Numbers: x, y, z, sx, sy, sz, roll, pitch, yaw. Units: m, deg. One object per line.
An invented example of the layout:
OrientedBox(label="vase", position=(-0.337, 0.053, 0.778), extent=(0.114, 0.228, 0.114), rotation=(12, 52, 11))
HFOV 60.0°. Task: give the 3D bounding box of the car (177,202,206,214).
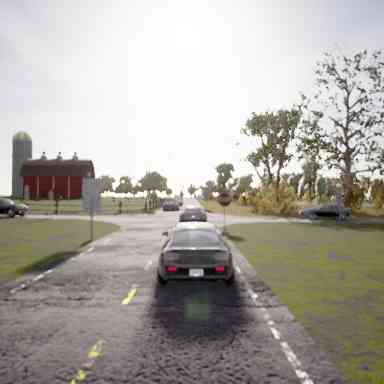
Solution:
OrientedBox(label="car", position=(0.086, 1.732, 25.391), extent=(1.994, 1.385, 4.181), rotation=(0, 0, 0))

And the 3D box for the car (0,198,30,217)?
OrientedBox(label="car", position=(-17.061, 1.301, 29.844), extent=(4.553, 1.767, 2.097), rotation=(1, -1, 0))

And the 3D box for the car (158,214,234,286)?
OrientedBox(label="car", position=(0.094, 1.587, 9.514), extent=(1.812, 1.442, 4.674), rotation=(0, 0, 0))

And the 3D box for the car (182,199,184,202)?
OrientedBox(label="car", position=(-2.817, 1.954, 63.670), extent=(1.837, 1.490, 4.892), rotation=(0, -1, 0))

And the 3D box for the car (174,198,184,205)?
OrientedBox(label="car", position=(-2.801, 2.078, 75.094), extent=(2.033, 1.411, 5.357), rotation=(0, 0, 0))

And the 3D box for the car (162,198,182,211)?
OrientedBox(label="car", position=(-2.874, 1.664, 45.769), extent=(2.097, 1.767, 4.553), rotation=(0, -1, 0))

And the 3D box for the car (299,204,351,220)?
OrientedBox(label="car", position=(13.125, 1.948, 33.015), extent=(4.902, 1.511, 2.128), rotation=(1, -1, 0))
